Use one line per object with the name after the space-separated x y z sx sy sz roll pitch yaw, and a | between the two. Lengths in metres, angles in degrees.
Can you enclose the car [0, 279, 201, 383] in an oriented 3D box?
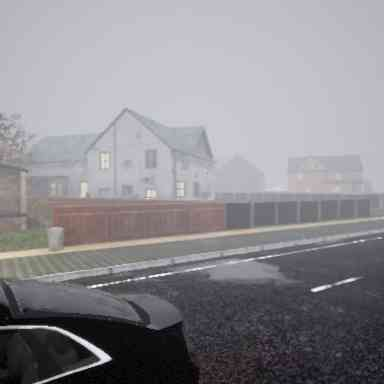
-2.210 1.507 2.110 4.892 1.490 1.837 0 0 -35 | car
